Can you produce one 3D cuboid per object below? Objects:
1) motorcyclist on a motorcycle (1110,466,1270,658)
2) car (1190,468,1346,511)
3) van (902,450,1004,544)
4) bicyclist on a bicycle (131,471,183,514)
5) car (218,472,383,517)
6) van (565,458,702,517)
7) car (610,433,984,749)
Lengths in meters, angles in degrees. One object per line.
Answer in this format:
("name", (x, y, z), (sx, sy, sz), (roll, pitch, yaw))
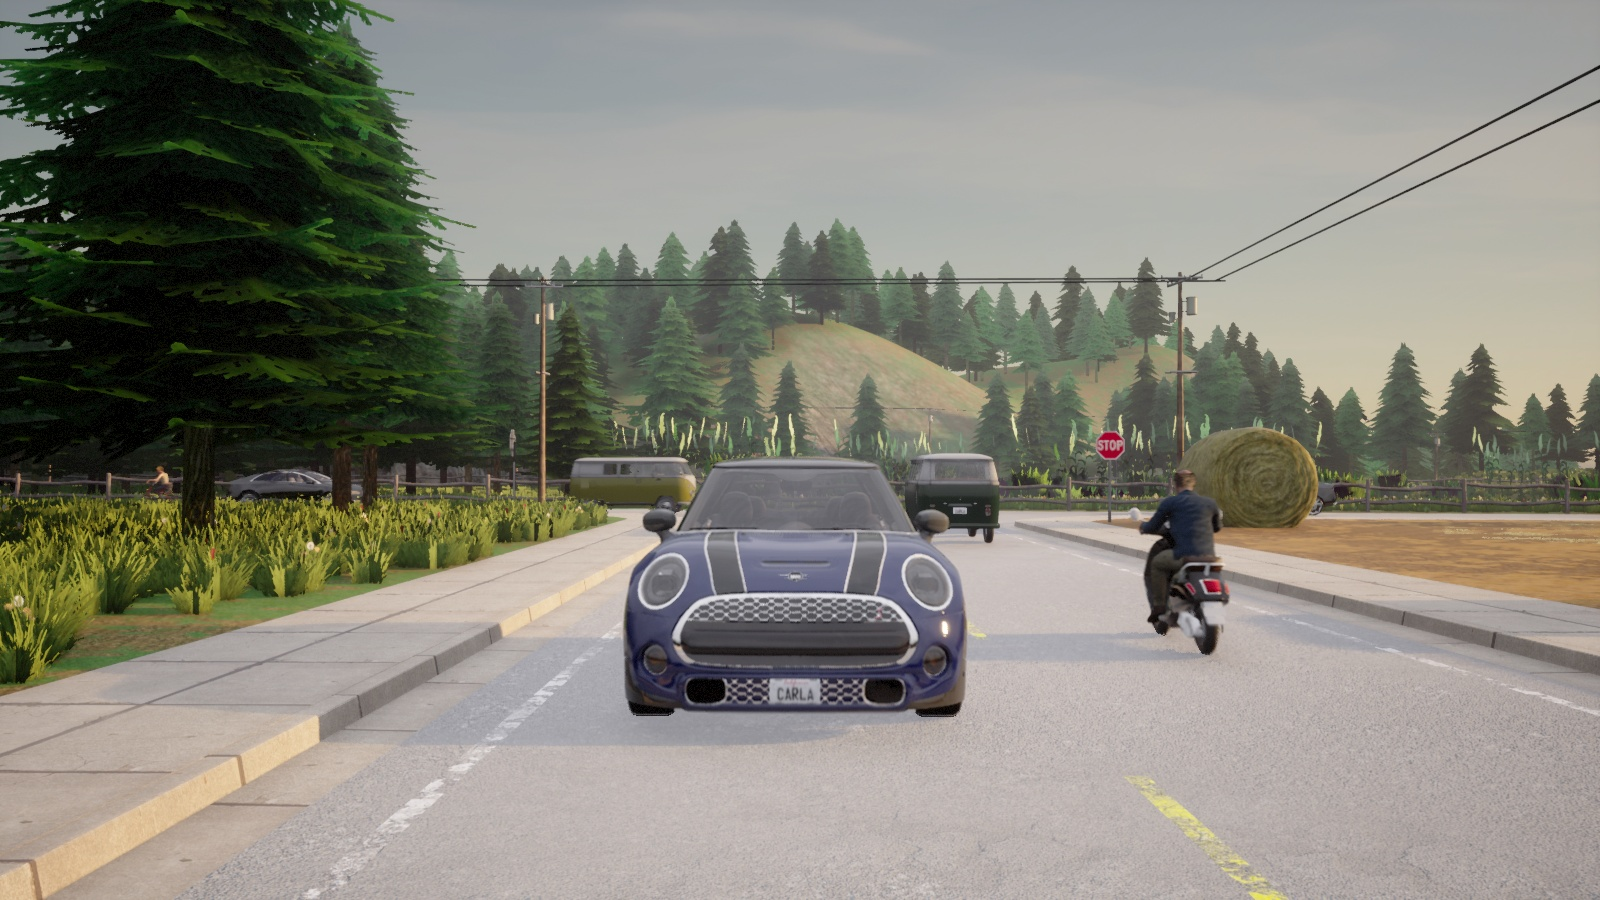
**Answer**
("motorcyclist on a motorcycle", (3.470, 0.944, 11.359), (0.866, 1.590, 1.817), (0, -1, 0))
("car", (17.010, 1.436, 45.842), (4.902, 1.511, 2.128), (0, -1, 3))
("van", (3.424, 1.038, 28.899), (1.775, 1.987, 4.442), (0, -1, 0))
("bicyclist on a bicycle", (-24.378, 1.613, 47.619), (1.509, 1.612, 0.866), (0, -1, 1))
("car", (-17.399, 1.541, 43.912), (4.902, 1.511, 2.128), (0, -1, 2))
("van", (-5.703, 1.285, 43.389), (4.442, 1.987, 1.775), (0, -1, 3))
("car", (-0.025, 0.830, 9.341), (2.097, 1.767, 4.553), (0, -1, 0))
